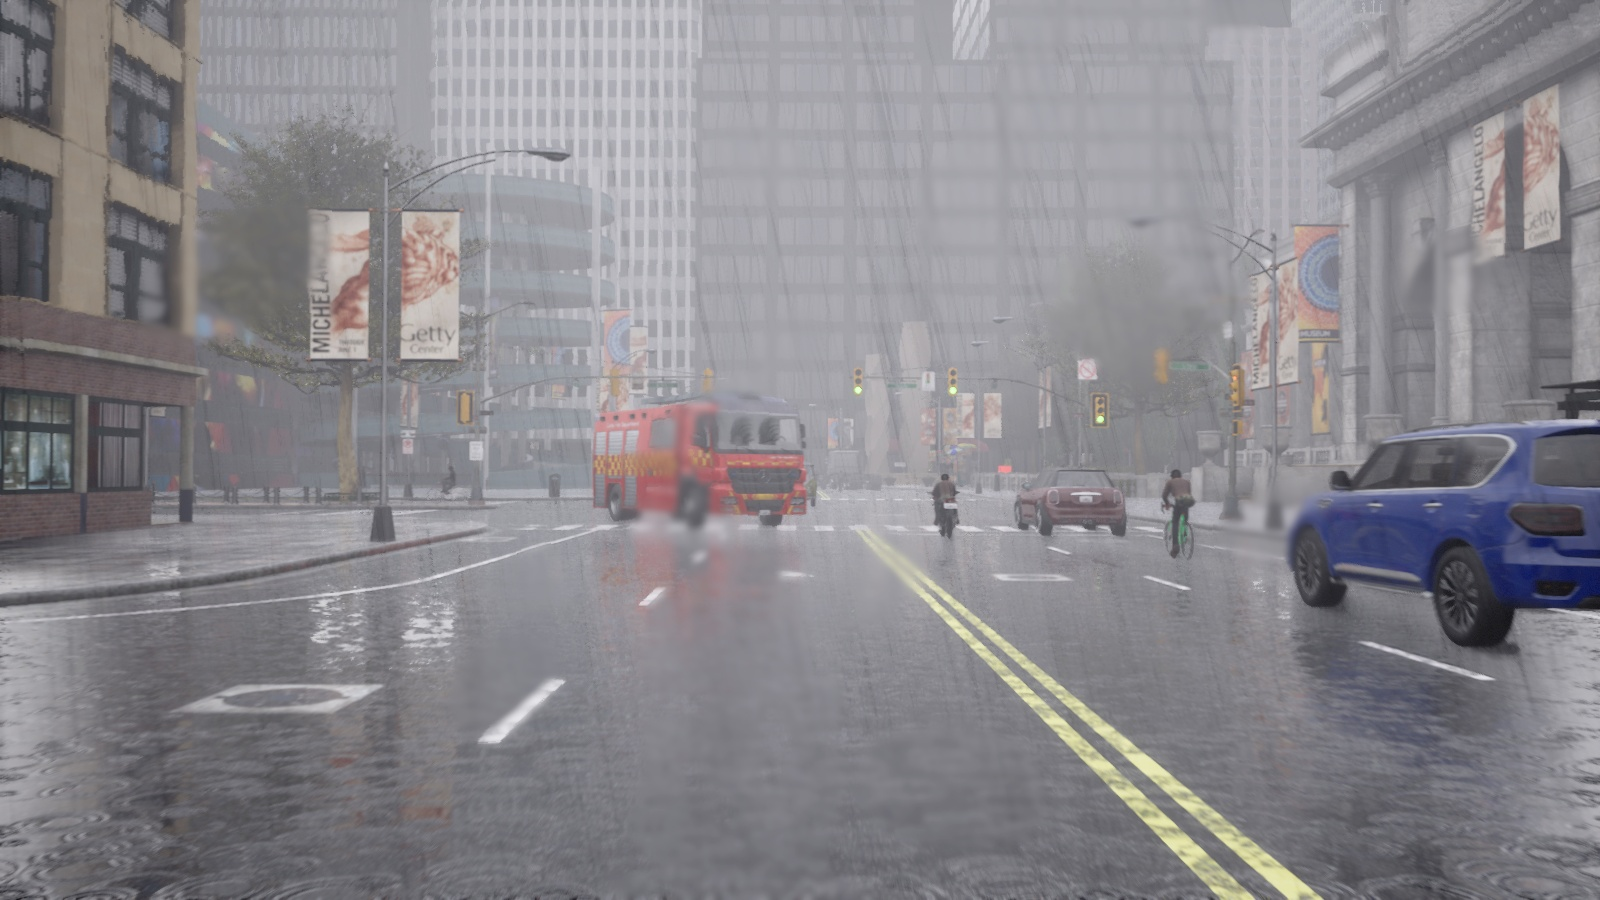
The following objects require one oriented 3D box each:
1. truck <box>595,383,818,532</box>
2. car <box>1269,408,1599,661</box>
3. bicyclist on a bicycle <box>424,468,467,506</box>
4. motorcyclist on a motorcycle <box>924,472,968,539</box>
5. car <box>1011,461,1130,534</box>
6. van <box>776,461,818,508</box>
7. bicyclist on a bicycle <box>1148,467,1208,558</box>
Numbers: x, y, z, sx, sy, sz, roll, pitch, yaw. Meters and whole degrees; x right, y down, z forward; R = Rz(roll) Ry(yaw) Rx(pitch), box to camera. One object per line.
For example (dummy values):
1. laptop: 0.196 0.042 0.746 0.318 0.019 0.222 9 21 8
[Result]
1. truck: -2.977 0.273 36.561 2.891 3.827 8.468 0 -1 -32
2. car: 6.968 0.723 12.954 2.150 2.045 5.566 0 -1 0
3. bicyclist on a bicycle: -16.562 1.733 58.662 1.843 1.776 0.659 0 -2 -9
4. motorcyclist on a motorcycle: 3.429 1.280 29.677 0.797 1.523 2.044 0 -1 0
5. car: 6.921 1.192 32.651 2.097 1.767 4.553 0 -1 0
6. van: -0.135 1.502 55.777 1.775 1.987 4.442 0 -1 0
7. bicyclist on a bicycle: 6.944 1.127 23.152 0.582 1.620 1.656 0 -1 0
